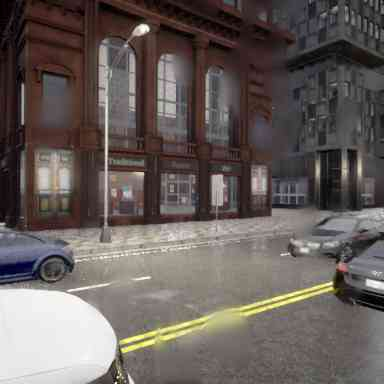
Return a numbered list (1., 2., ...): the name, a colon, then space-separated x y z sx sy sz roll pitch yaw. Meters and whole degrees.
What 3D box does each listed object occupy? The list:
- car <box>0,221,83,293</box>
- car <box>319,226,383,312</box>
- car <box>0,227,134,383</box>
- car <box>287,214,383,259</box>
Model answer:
1. car: -5.061 1.565 8.060 4.181 1.385 1.994 0 0 -36
2. car: 4.811 1.562 6.888 4.181 1.385 1.994 0 0 -35
3. car: -2.926 1.221 1.348 5.566 2.045 2.150 0 0 -36
4. car: 5.322 1.521 11.487 4.674 1.442 1.812 0 0 -36
